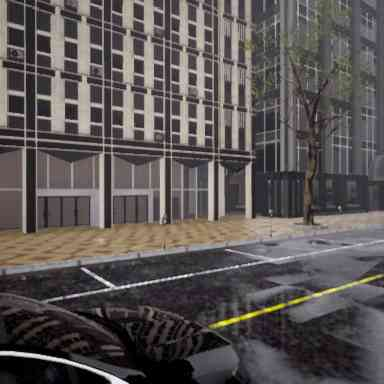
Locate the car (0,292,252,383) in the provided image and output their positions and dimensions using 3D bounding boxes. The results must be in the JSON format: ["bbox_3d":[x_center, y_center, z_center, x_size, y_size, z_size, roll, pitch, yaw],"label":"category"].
[{"bbox_3d":[-1.704,1.503,2.218,4.892,1.490,1.837,0,0,-35],"label":"car"}]
